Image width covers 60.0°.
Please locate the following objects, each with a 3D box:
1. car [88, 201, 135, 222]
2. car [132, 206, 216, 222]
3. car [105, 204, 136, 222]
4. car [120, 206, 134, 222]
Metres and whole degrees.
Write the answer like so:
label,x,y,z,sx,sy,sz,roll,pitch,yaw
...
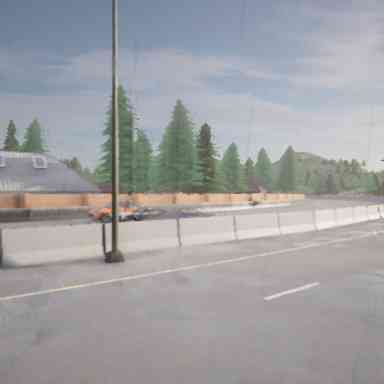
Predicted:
label,x,y,z,sx,sy,sz,roll,pitch,yaw
car,-6.870,1.662,29.559,4.553,1.767,2.097,0,-1,-39
car,-0.763,1.746,21.000,5.357,1.411,2.033,0,-1,-39
car,-4.254,1.875,27.157,4.718,1.301,1.895,0,-1,-40
car,-2.440,1.837,24.132,4.718,1.301,1.895,0,-1,-39
